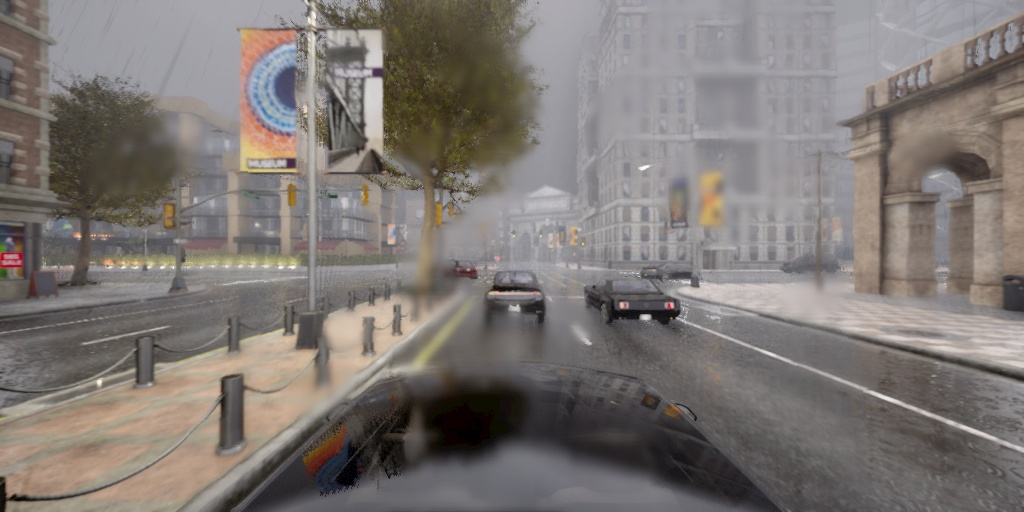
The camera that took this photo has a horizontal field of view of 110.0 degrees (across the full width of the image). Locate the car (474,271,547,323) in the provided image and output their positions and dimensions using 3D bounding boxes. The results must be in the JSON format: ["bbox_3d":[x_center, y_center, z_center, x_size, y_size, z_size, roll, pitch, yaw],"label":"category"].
[{"bbox_3d":[0.106,1.245,12.176,2.128,1.511,4.902,0,0,0],"label":"car"}]

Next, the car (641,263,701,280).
[{"bbox_3d":[12.255,1.247,27.598,4.902,1.511,2.128,0,0,-20],"label":"car"}]

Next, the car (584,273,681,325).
[{"bbox_3d":[3.635,1.353,11.820,1.895,1.301,4.718,0,0,1],"label":"car"}]

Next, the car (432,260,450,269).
[{"bbox_3d":[-11.400,1.368,58.132,1.895,1.301,4.718,0,0,1],"label":"car"}]

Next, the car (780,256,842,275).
[{"bbox_3d":[32.530,0.977,39.070,5.566,2.045,2.150,0,0,0],"label":"car"}]

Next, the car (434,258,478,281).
[{"bbox_3d":[-4.949,1.111,29.859,2.097,1.767,4.553,0,0,-44],"label":"car"}]
